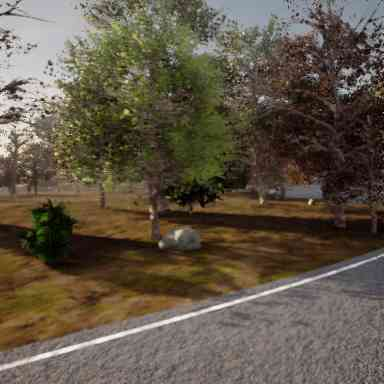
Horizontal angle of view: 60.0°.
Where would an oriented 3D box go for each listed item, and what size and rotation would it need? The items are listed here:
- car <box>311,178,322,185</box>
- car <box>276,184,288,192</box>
[{"bbox_3d":[28.109,-2.414,73.579,4.892,1.490,1.837,-5,3,-24],"label":"car"},{"bbox_3d":[16.433,-0.865,60.719,2.128,1.511,4.902,-3,3,20],"label":"car"}]
